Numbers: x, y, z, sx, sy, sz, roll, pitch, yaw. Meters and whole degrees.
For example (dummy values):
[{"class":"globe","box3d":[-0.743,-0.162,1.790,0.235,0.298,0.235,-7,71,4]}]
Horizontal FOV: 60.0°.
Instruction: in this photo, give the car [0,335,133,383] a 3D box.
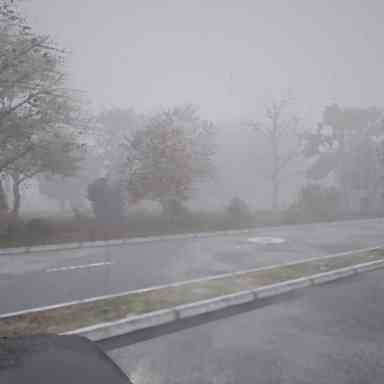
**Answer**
[{"class":"car","box3d":[-2.776,1.537,1.459,5.357,1.411,2.033,1,0,-35]}]
